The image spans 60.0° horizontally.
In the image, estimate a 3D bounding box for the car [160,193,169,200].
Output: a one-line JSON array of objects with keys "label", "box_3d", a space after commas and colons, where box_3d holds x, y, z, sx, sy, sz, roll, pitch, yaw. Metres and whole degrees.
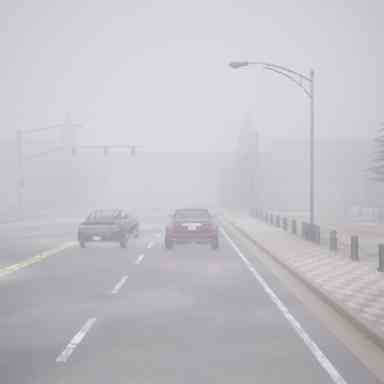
[{"label": "car", "box_3d": [-7.444, 1.180, 91.681, 2.150, 2.045, 5.566, 0, 0, 0]}]

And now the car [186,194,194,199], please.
[{"label": "car", "box_3d": [-0.476, 1.346, 87.018, 2.097, 1.767, 4.553, 0, 0, 0]}]

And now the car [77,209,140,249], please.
[{"label": "car", "box_3d": [-3.500, 1.493, 14.650, 2.128, 1.511, 4.902, 0, 0, 0]}]

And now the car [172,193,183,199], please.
[{"label": "car", "box_3d": [-3.975, 1.216, 87.102, 2.150, 2.045, 5.566, 0, 0, 0]}]

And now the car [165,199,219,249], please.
[{"label": "car", "box_3d": [0.000, 1.364, 14.620, 2.097, 1.767, 4.553, 0, 0, 0]}]

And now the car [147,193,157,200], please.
[{"label": "car", "box_3d": [-10.944, 1.180, 91.705, 2.150, 2.045, 5.566, 0, 0, 0]}]
